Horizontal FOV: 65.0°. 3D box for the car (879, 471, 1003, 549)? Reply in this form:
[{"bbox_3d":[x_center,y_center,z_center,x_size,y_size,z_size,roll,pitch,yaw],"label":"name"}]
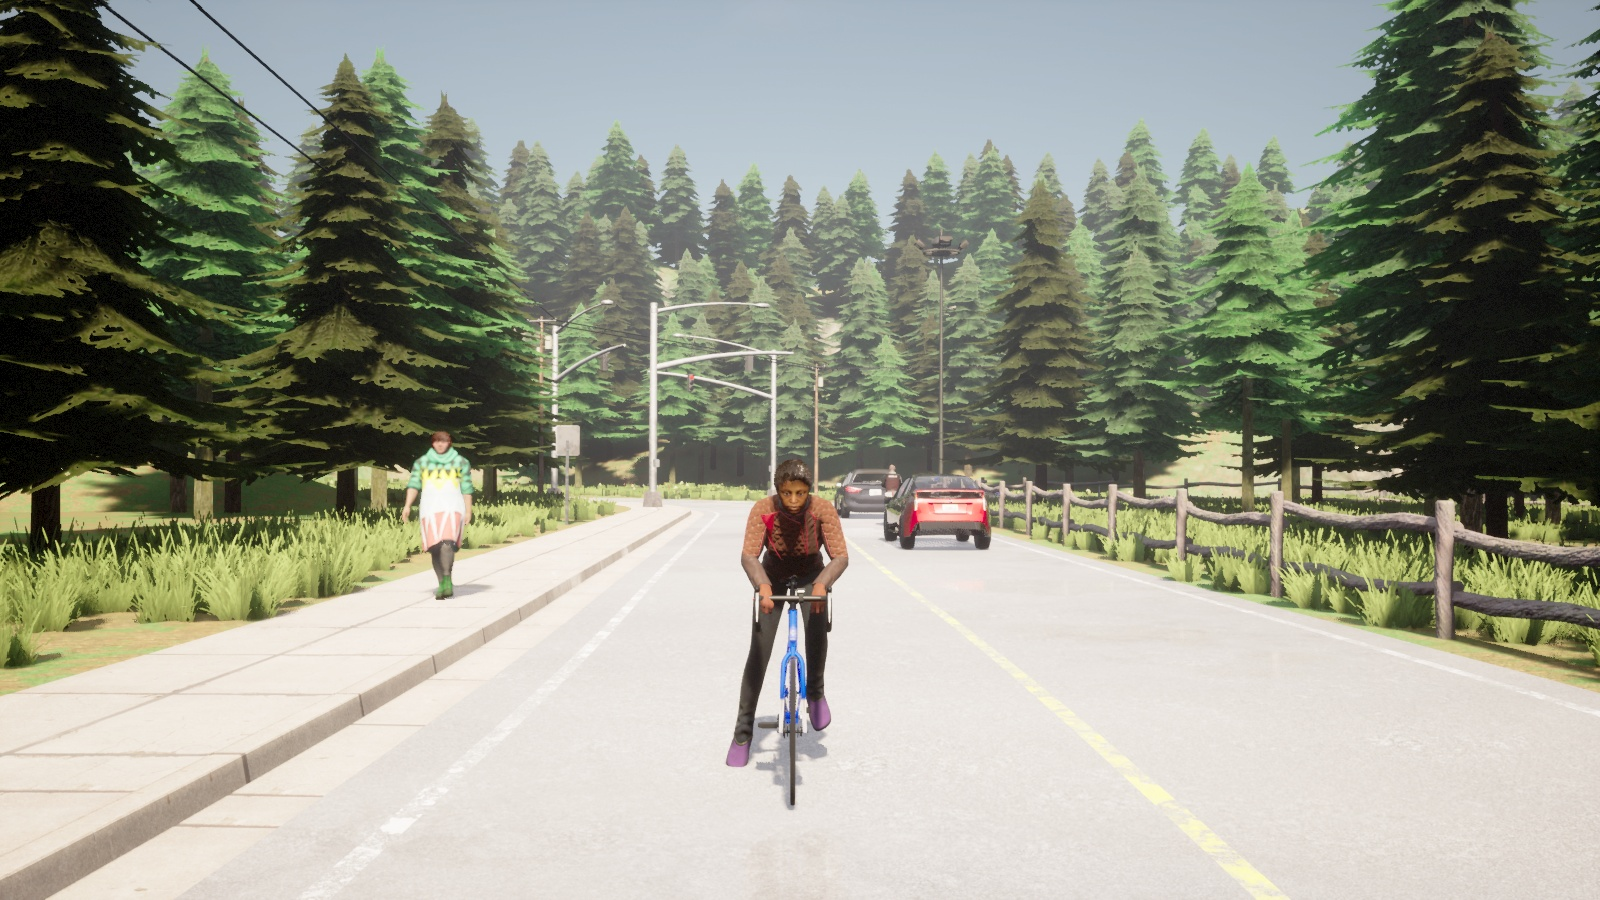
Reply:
[{"bbox_3d":[2.901,1.207,26.798,2.007,1.525,4.514,0,-1,-2],"label":"car"}]

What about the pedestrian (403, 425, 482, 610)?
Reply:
[{"bbox_3d":[-3.880,0.719,13.690,0.659,1.952,0.873,0,-1,-4],"label":"pedestrian"}]

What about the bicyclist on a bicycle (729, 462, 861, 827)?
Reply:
[{"bbox_3d":[-0.030,0.875,6.417,0.582,1.620,1.656,0,-1,-1],"label":"bicyclist on a bicycle"}]

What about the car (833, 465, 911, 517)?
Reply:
[{"bbox_3d":[2.401,1.381,43.205,2.242,1.667,4.611,0,-1,-2],"label":"car"}]
